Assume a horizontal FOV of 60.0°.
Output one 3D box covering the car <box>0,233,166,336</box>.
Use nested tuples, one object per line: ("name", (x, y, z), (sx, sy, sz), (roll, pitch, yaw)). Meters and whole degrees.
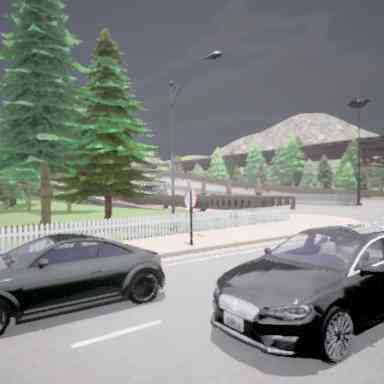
("car", (-2.603, 1.536, 6.423), (4.181, 1.385, 1.994), (-1, 1, -35))

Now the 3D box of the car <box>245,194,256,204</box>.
("car", (7.890, 0.936, 41.125), (1.812, 1.442, 4.674), (-1, 2, -37))

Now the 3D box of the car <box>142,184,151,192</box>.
("car", (-9.692, -0.649, 58.654), (1.837, 1.490, 4.892), (-1, 7, -36))

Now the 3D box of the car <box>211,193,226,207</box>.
("car", (3.655, 0.934, 40.912), (1.837, 1.490, 4.892), (-1, 2, -37))

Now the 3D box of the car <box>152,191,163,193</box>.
("car", (-6.964, -0.687, 60.854), (2.033, 1.411, 5.357), (-1, 7, -36))

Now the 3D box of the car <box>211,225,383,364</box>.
("car", (2.540, 1.393, 5.782), (4.902, 1.511, 2.128), (-1, 1, -35))
